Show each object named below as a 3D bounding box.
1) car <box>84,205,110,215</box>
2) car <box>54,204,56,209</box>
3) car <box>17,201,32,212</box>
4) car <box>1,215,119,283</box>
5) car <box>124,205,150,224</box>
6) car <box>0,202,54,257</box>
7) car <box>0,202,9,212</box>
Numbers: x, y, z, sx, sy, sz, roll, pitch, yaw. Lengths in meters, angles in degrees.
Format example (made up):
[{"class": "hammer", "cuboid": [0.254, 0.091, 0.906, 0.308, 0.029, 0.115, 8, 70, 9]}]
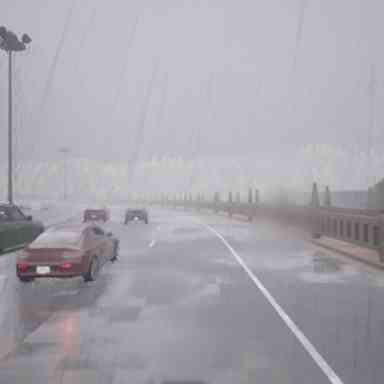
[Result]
[{"class": "car", "cuboid": [-8.417, 1.875, 29.734, 1.882, 1.535, 5.008, 0, -1, -9]}, {"class": "car", "cuboid": [-21.195, 2.265, 49.162, 1.994, 1.385, 4.181, 0, -1, -22]}, {"class": "car", "cuboid": [-26.402, 2.251, 52.502, 1.882, 1.535, 5.008, 0, -1, -25]}, {"class": "car", "cuboid": [-3.477, 1.664, 10.014, 1.812, 1.442, 4.674, 0, -1, -1]}, {"class": "car", "cuboid": [-4.699, 1.863, 28.443, 1.837, 1.490, 4.892, 0, -1, -8]}, {"class": "car", "cuboid": [-6.994, 1.398, 11.317, 2.150, 2.045, 5.566, 0, -1, -1]}, {"class": "car", "cuboid": [-29.891, 2.336, 51.853, 2.033, 1.411, 5.357, 0, -1, -25]}]
